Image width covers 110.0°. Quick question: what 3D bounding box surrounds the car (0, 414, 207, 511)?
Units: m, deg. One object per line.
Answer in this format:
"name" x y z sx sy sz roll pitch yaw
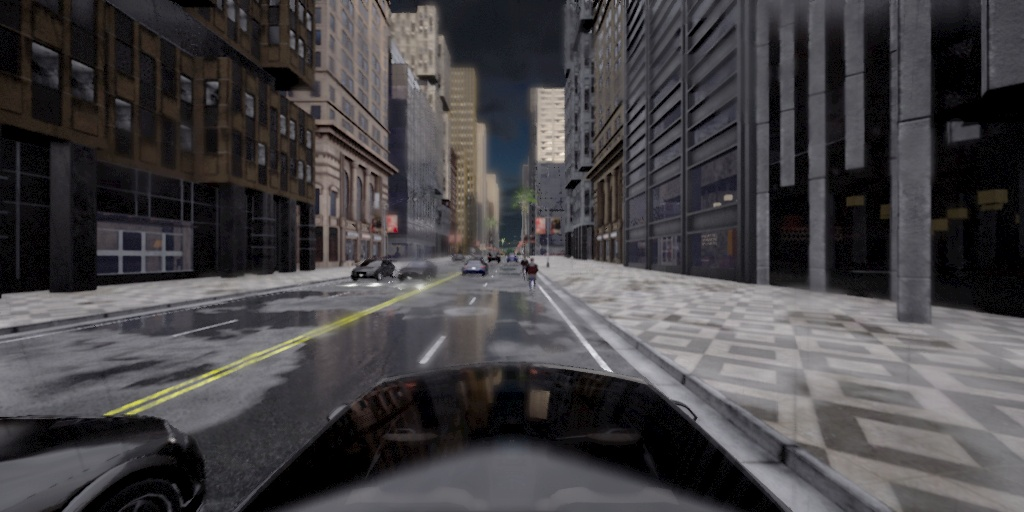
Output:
"car" -3.152 1.324 0.776 1.994 1.385 4.181 0 1 0

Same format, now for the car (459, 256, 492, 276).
"car" -3.139 0.968 31.329 1.994 1.385 4.181 0 1 0

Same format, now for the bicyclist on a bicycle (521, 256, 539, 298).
"bicyclist on a bicycle" 0.899 0.957 16.273 0.659 1.776 1.843 0 1 0

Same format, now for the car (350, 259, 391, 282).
"car" -9.838 0.978 25.813 1.837 1.490 4.892 0 1 0

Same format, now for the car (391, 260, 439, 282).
"car" -6.592 1.021 25.783 2.033 1.411 5.357 0 1 0

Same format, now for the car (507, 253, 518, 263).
"car" 0.087 0.435 64.959 1.812 1.442 4.674 0 1 0

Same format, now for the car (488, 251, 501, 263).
"car" -3.125 0.145 64.011 2.150 2.045 5.566 0 1 0
